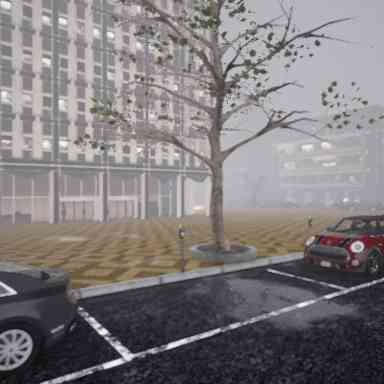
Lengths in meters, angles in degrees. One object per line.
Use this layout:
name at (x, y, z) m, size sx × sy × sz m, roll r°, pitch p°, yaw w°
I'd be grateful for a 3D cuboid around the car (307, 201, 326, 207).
car at (24.029, 2.311, 64.839) m, size 1.802 × 1.307 × 4.206 m, roll -1°, pitch 0°, yaw -36°

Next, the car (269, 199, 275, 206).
car at (17.431, 2.332, 73.814) m, size 1.967 × 1.590 × 4.097 m, roll -1°, pitch 0°, yaw -36°

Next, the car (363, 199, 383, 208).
car at (26.877, 2.069, 46.269) m, size 2.008 × 1.369 × 4.403 m, roll -1°, pitch 0°, yaw -36°

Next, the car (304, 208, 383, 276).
car at (5.329, 1.475, 10.372) m, size 4.097 × 1.590 × 1.967 m, roll 0°, pitch -1°, yaw -36°

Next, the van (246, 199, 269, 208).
van at (12.604, 2.214, 66.136) m, size 1.690 × 1.788 × 3.998 m, roll -1°, pitch 0°, yaw -36°

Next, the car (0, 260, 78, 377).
car at (-3.670, 1.548, 3.950) m, size 4.403 × 1.369 × 2.008 m, roll 0°, pitch -1°, yaw -36°

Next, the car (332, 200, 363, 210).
car at (23.609, 2.150, 50.779) m, size 2.008 × 1.369 × 4.403 m, roll -1°, pitch 0°, yaw -36°

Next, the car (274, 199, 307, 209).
car at (17.526, 2.295, 59.252) m, size 1.887 × 1.381 × 4.507 m, roll -1°, pitch 0°, yaw -36°

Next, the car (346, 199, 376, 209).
car at (29.290, 2.040, 57.659) m, size 1.967 × 1.590 × 4.097 m, roll -1°, pitch 0°, yaw -36°

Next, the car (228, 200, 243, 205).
car at (10.895, 2.636, 82.831) m, size 1.802 × 1.307 × 4.206 m, roll -1°, pitch 0°, yaw -36°
